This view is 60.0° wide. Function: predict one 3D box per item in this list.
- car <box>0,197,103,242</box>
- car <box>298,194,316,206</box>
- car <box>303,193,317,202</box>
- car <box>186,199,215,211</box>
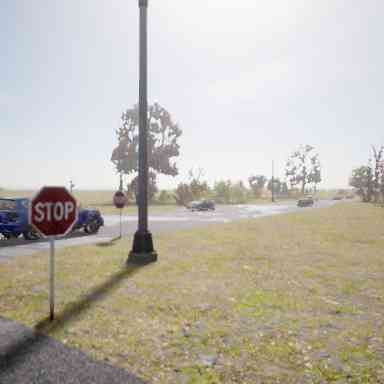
[{"bbox_3d":[-7.203,1.252,17.077,2.150,2.045,5.566,0,0,34],"label":"car"},{"bbox_3d":[19.727,1.661,57.652,2.128,1.511,4.902,0,0,30],"label":"car"},{"bbox_3d":[30.379,1.419,85.530,2.150,2.045,5.566,0,0,34],"label":"car"},{"bbox_3d":[1.171,1.588,42.101,2.128,1.511,4.902,0,0,34],"label":"car"}]
